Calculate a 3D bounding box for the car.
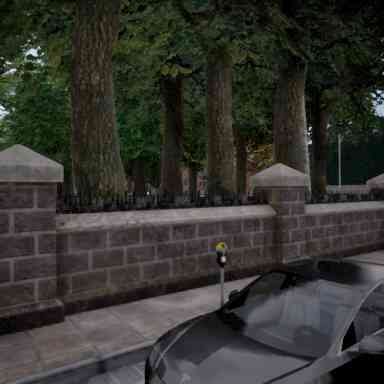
[{"bbox_3d":[1.552,1.567,3.926,4.313,1.339,1.947,0,-1,-36],"label":"car"}]
